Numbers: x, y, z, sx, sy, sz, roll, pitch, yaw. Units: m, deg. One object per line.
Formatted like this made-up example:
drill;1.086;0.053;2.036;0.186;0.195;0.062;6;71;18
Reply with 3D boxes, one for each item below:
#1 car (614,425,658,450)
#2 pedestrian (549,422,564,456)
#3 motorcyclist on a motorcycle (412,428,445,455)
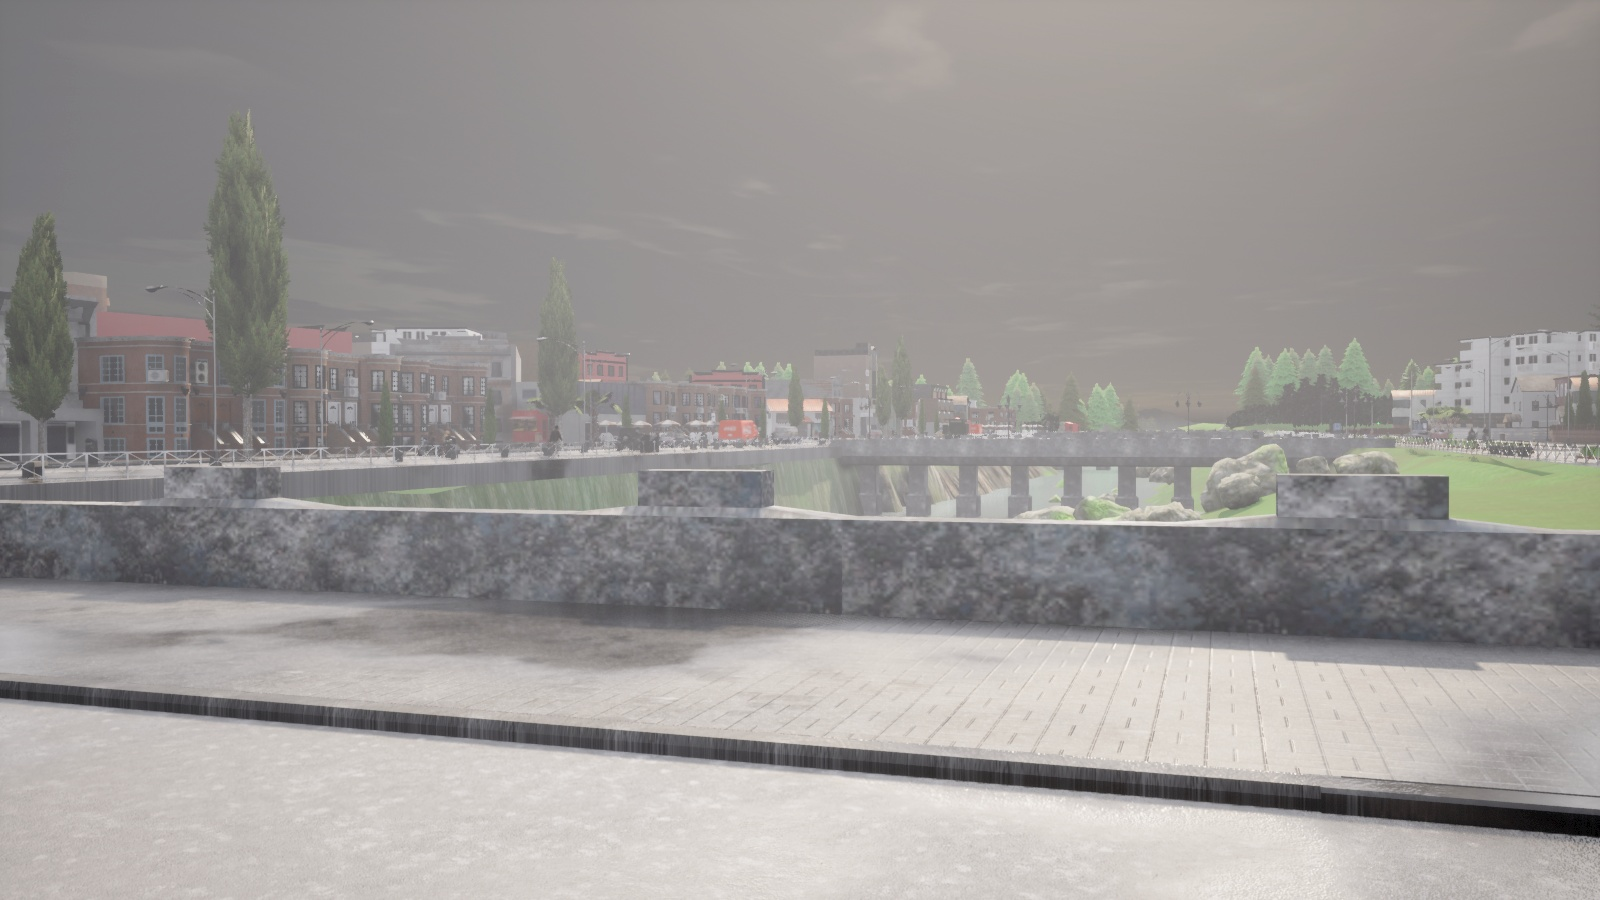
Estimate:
car;-12.606;-0.972;96.653;1.905;1.878;3.866;1;1;19
pedestrian;-13.326;-0.613;68.661;0.431;1.840;0.703;1;1;31
motorcyclist on a motorcycle;-23.075;-0.559;78.049;0.766;1.649;2.350;1;1;19
